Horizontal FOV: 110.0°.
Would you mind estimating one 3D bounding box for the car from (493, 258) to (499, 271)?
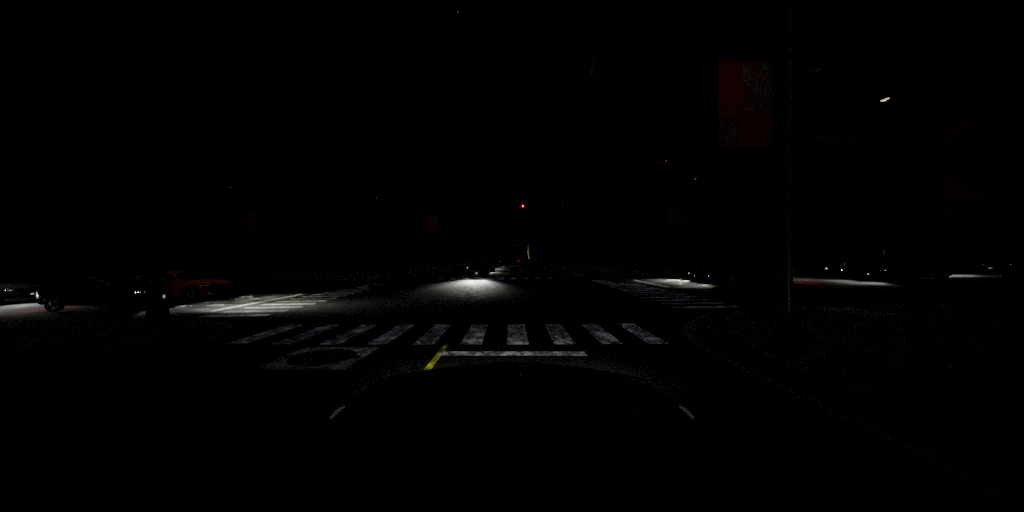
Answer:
[{"bbox_3d":[-3.164,1.303,46.571,2.033,1.411,5.357,0,0,0],"label":"car"}]

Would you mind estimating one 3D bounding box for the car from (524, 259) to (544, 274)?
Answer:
[{"bbox_3d":[2.726,1.305,41.122,2.007,1.370,4.403,0,0,0],"label":"car"}]

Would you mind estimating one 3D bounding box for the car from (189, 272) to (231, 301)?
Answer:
[{"bbox_3d":[-17.652,1.527,18.905,5.008,1.535,1.882,-1,0,2],"label":"car"}]

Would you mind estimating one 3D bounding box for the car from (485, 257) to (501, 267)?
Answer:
[{"bbox_3d":[-3.210,1.286,58.128,1.812,1.442,4.674,0,0,0],"label":"car"}]

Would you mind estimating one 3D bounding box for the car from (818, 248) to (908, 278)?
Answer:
[{"bbox_3d":[25.262,0.490,25.679,5.566,2.045,2.150,-1,0,0],"label":"car"}]

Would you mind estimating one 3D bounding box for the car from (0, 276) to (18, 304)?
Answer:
[{"bbox_3d":[-27.627,1.762,18.884,4.674,1.442,1.812,-1,0,0],"label":"car"}]

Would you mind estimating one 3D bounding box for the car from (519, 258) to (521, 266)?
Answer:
[{"bbox_3d":[2.644,1.310,57.455,2.007,1.370,4.403,0,0,0],"label":"car"}]

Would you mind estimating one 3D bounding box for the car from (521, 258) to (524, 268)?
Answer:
[{"bbox_3d":[2.671,1.303,52.011,1.888,1.381,4.507,0,0,0],"label":"car"}]

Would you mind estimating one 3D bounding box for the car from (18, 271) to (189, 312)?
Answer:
[{"bbox_3d":[-17.629,1.546,15.661,4.902,1.511,2.128,-1,0,2],"label":"car"}]

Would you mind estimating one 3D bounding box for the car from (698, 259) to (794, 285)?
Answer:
[{"bbox_3d":[14.728,0.964,22.387,4.892,1.490,1.837,-1,0,2],"label":"car"}]

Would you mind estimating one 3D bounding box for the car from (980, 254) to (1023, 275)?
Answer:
[{"bbox_3d":[36.706,0.566,25.683,4.902,1.511,2.128,-1,0,0],"label":"car"}]

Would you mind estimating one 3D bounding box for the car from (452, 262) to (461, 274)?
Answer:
[{"bbox_3d":[-5.799,1.305,41.083,2.007,1.370,4.403,0,0,0],"label":"car"}]

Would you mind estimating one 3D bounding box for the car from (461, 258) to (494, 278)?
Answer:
[{"bbox_3d":[-3.096,1.244,33.405,2.128,1.511,4.902,0,0,0],"label":"car"}]

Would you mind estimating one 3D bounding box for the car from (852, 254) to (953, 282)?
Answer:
[{"bbox_3d":[24.611,0.811,22.428,4.674,1.442,1.812,-1,0,0],"label":"car"}]

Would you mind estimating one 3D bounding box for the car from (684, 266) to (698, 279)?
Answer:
[{"bbox_3d":[14.654,1.019,25.657,4.181,1.385,1.994,-1,0,0],"label":"car"}]
